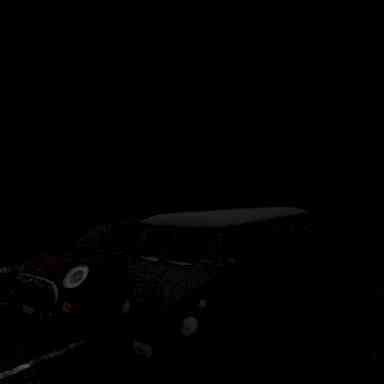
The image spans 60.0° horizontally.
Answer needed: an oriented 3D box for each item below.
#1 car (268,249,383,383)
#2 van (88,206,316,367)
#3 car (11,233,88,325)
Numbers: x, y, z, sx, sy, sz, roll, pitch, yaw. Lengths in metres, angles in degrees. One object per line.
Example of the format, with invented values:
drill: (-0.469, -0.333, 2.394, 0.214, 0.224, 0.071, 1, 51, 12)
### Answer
car: (3.008, 1.479, 4.220, 2.231, 1.521, 4.892, -1, 0, 35)
van: (0.696, 1.275, 5.731, 1.878, 1.987, 4.442, 0, 0, 35)
car: (-1.460, 1.391, 7.446, 2.185, 1.767, 4.553, 0, 0, 35)
